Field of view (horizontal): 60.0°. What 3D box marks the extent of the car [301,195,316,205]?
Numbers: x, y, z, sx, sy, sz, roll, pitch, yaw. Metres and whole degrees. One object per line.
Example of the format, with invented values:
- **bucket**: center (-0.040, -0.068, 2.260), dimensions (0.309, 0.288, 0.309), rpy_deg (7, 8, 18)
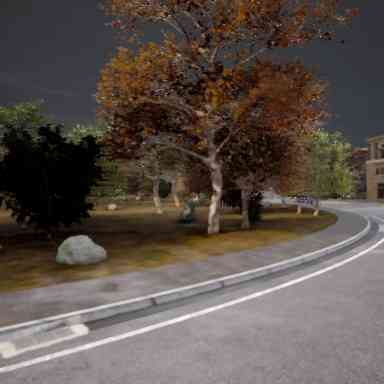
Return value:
- **car**: center (20.366, 1.368, 59.048), dimensions (1.882, 1.535, 5.008), rpy_deg (-2, 0, -5)
